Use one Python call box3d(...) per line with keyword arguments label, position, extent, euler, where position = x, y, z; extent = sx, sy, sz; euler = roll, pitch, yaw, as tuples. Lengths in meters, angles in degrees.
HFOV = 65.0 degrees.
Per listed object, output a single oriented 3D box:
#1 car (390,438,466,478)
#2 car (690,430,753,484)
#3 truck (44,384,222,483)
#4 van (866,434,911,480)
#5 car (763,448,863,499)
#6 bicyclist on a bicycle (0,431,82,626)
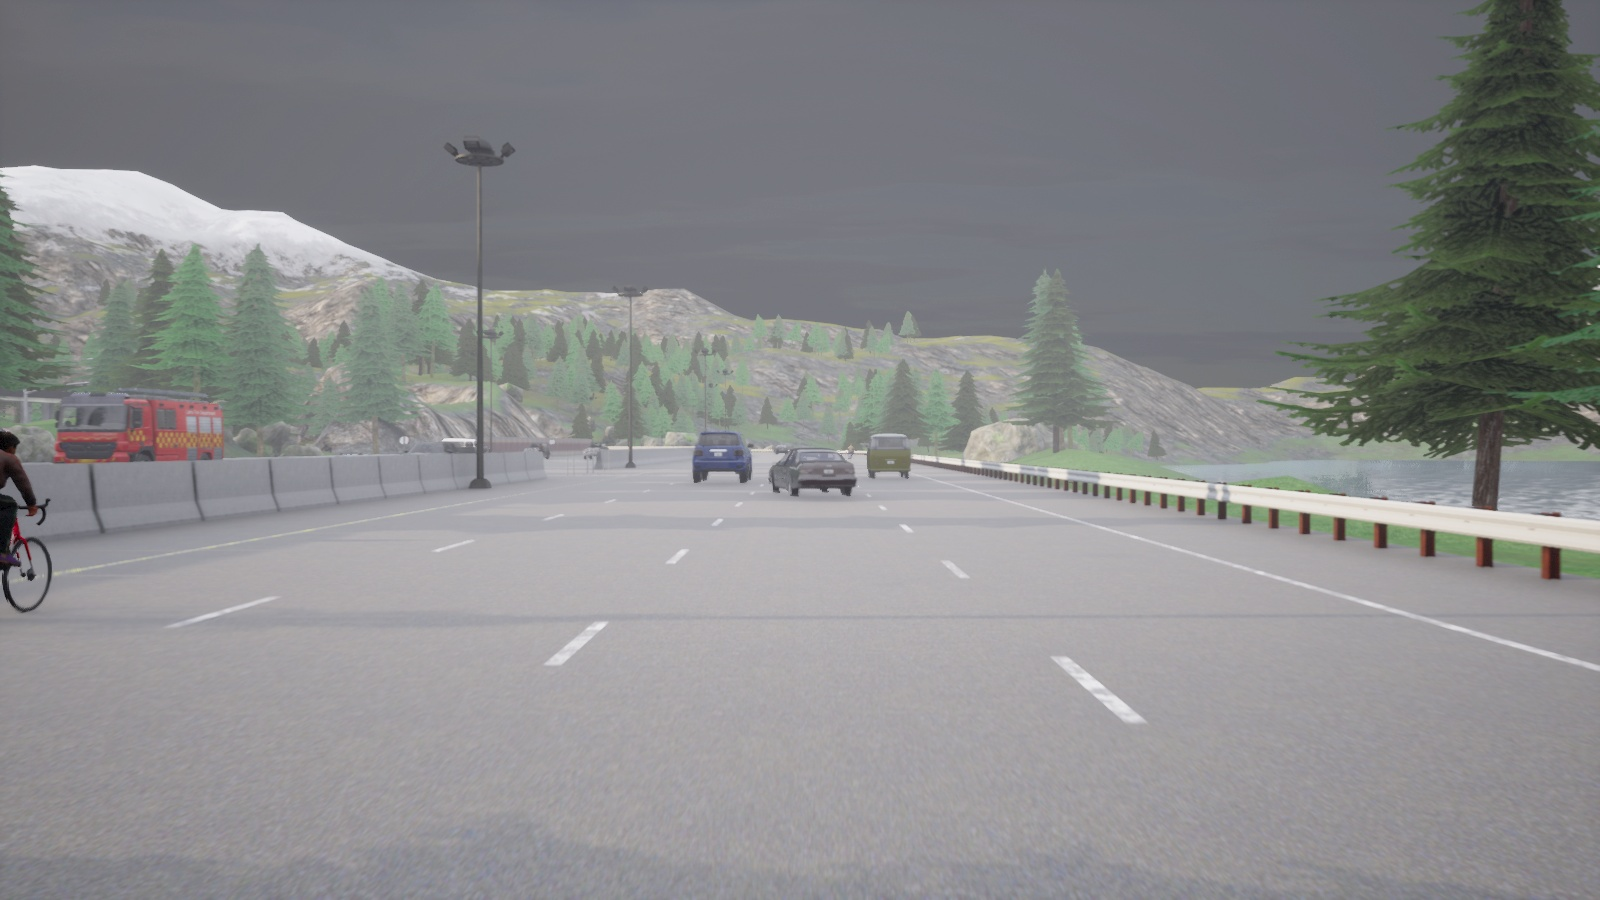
box3d(label="car", position=(-17.049, 0.355, 57.789), extent=(2.097, 1.767, 4.553), euler=(0, 0, 1))
box3d(label="car", position=(-3.110, 0.255, 51.033), extent=(2.150, 2.045, 5.566), euler=(0, 0, 1))
box3d(label="truck", position=(-27.595, -0.655, 52.510), extent=(2.891, 3.827, 8.468), euler=(0, 0, 1))
box3d(label="van", position=(3.939, 0.272, 56.541), extent=(1.775, 1.987, 4.442), euler=(0, 0, 0))
box3d(label="car", position=(0.280, 0.640, 37.834), extent=(2.033, 1.411, 5.357), euler=(0, 0, -10))
box3d(label="bicyclist on a bicycle", position=(-6.921, 0.650, 10.763), extent=(0.582, 1.620, 1.656), euler=(0, 0, 0))
